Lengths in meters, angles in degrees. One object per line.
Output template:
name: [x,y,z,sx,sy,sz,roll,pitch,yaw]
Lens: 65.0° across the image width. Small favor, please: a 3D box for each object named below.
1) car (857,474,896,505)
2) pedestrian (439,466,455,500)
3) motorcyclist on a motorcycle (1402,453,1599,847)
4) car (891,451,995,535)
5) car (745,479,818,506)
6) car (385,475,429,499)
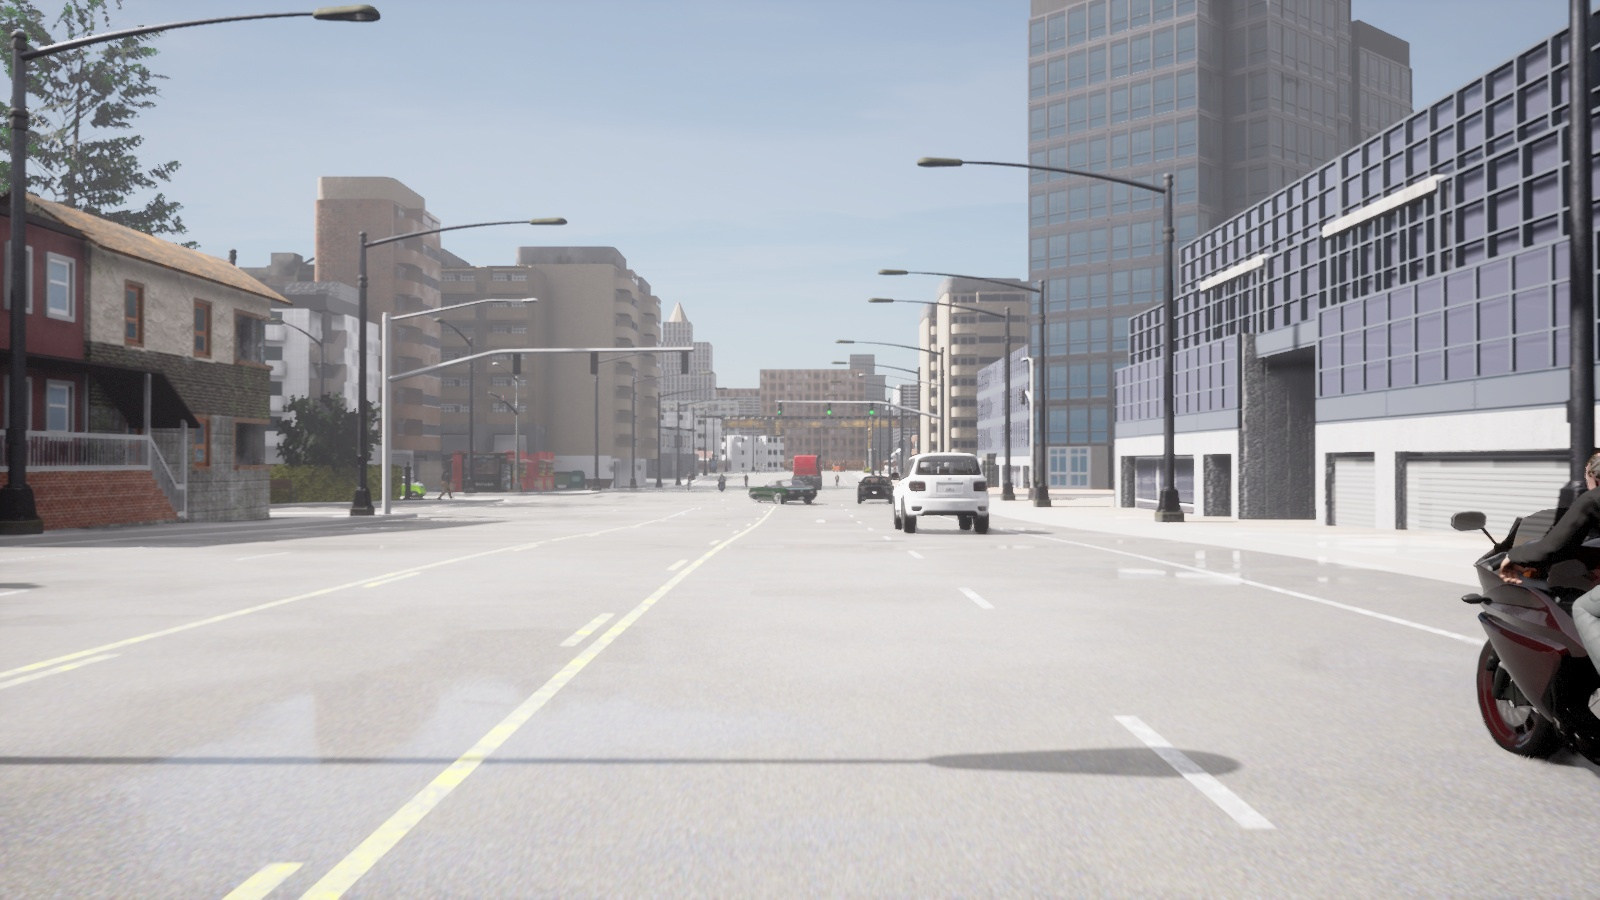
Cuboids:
car: [4.192,2.120,68.455,1.882,1.535,5.008,0,-1,6]
pedestrian: [-19.074,1.772,67.858,0.694,1.848,0.540,1,-1,-41]
motorcyclist on a motorcycle: [3.546,0.781,5.408,0.866,1.530,2.191,0,0,0]
car: [3.707,1.159,33.584,2.150,2.045,5.566,0,-2,0]
car: [-1.017,2.221,66.784,1.895,1.301,4.718,0,-1,-29]
car: [-23.930,2.246,76.506,2.207,1.376,1.481,0,-1,1]
